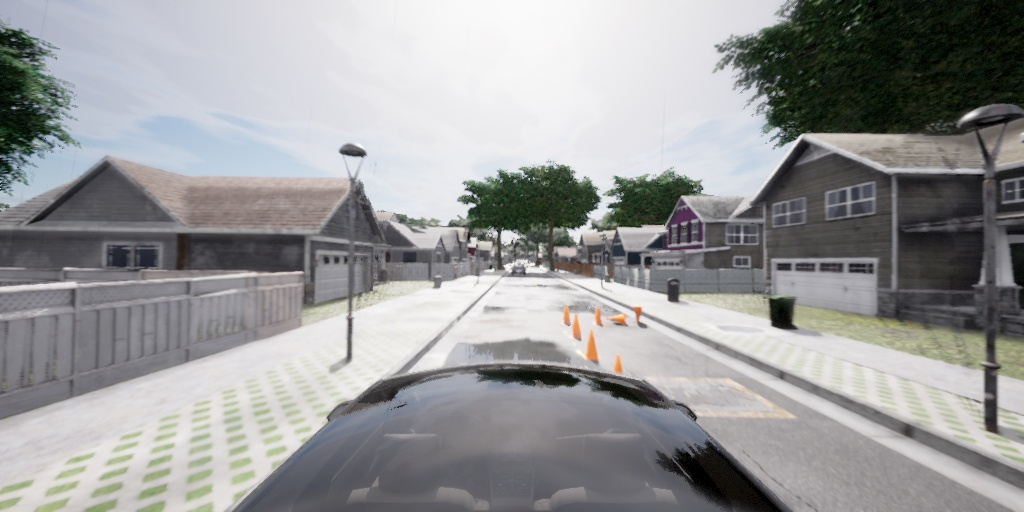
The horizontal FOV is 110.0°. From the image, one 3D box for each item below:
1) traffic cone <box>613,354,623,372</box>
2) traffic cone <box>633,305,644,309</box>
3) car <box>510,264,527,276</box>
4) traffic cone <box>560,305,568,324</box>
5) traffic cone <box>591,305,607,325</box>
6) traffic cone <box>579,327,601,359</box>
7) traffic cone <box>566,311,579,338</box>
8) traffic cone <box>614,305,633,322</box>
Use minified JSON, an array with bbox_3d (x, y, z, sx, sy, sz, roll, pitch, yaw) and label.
[{"bbox_3d":[1.591,1.773,5.399,0.340,0.580,0.340,0,0,1],"label":"traffic cone"},{"bbox_3d":[3.978,1.290,11.335,0.340,0.580,0.340,0,0,2],"label":"traffic cone"},{"bbox_3d":[0.877,1.742,45.789,2.128,1.511,4.902,1,-1,1],"label":"car"},{"bbox_3d":[1.718,1.843,11.397,0.340,0.580,0.340,0,0,1],"label":"traffic cone"},{"bbox_3d":[2.718,1.858,11.376,0.340,0.580,0.340,0,0,1],"label":"traffic cone"},{"bbox_3d":[1.633,1.796,7.398,0.340,0.580,0.340,0,0,1],"label":"traffic cone"},{"bbox_3d":[1.676,1.819,9.398,0.340,0.580,0.340,0,0,1],"label":"traffic cone"},{"bbox_3d":[3.524,1.697,11.354,0.340,0.580,0.340,0,0,1],"label":"traffic cone"}]
